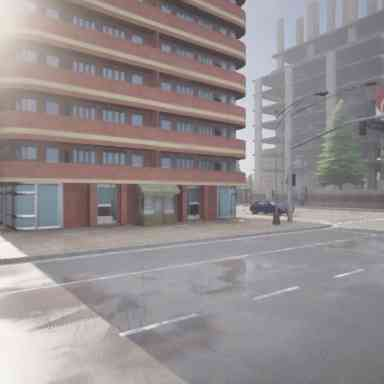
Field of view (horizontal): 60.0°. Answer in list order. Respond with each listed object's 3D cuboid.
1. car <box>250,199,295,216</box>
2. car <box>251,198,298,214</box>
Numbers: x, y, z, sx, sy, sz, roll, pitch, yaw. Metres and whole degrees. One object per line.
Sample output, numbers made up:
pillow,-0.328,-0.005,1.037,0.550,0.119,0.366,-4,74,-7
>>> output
car,7.681,1.526,32.518,1.812,1.442,4.674,0,0,-36
car,9.000,1.504,36.646,1.837,1.490,4.892,0,0,-36
